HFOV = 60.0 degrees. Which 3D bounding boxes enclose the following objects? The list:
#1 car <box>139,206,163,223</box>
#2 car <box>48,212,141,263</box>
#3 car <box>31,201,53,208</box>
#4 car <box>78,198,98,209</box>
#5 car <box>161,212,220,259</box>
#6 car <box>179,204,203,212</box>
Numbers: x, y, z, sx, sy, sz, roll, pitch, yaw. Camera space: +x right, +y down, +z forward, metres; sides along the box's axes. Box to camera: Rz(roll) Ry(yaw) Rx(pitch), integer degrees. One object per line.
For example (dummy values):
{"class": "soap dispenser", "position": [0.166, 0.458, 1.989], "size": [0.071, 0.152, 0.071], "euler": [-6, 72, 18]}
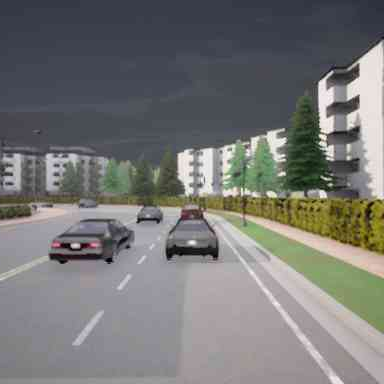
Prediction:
{"class": "car", "position": [-3.544, 1.884, 28.445], "size": [1.994, 1.385, 4.181], "euler": [0, -1, -1]}
{"class": "car", "position": [-3.490, 1.689, 12.501], "size": [2.033, 1.411, 5.357], "euler": [0, -1, 0]}
{"class": "car", "position": [-28.039, 2.297, 62.204], "size": [4.718, 1.301, 1.895], "euler": [0, -1, 34]}
{"class": "car", "position": [-18.017, 1.997, 57.589], "size": [2.097, 1.767, 4.553], "euler": [0, -1, -42]}
{"class": "car", "position": [0.019, 1.715, 13.330], "size": [1.994, 1.385, 4.181], "euler": [0, -1, 0]}
{"class": "car", "position": [-0.084, 1.805, 29.213], "size": [1.882, 1.535, 5.008], "euler": [0, 0, -2]}
